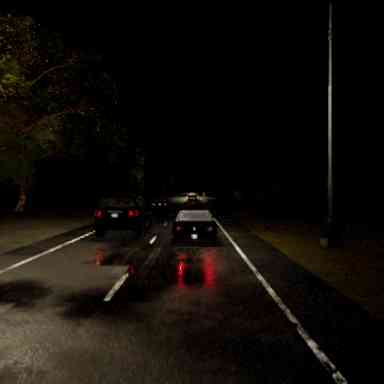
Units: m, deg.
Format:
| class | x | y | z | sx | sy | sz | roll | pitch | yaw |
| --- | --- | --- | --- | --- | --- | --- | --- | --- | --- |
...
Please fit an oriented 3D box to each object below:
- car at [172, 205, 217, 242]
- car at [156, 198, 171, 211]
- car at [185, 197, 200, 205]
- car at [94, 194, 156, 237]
| class | x | y | z | sx | sy | sz | roll | pitch | yaw |
| --- | --- | --- | --- | --- | --- | --- | --- | --- | --- |
| car | 0.104 | 1.507 | 15.725 | 1.895 | 1.301 | 4.718 | 0 | 0 | 0 |
| car | -3.390 | 1.323 | 37.361 | 2.033 | 1.411 | 5.357 | 0 | 0 | 0 |
| car | 0.110 | 1.296 | 44.190 | 1.994 | 1.385 | 4.181 | 0 | 0 | 0 |
| car | -3.396 | 1.117 | 17.291 | 2.150 | 2.045 | 5.566 | 0 | 0 | 0 |
